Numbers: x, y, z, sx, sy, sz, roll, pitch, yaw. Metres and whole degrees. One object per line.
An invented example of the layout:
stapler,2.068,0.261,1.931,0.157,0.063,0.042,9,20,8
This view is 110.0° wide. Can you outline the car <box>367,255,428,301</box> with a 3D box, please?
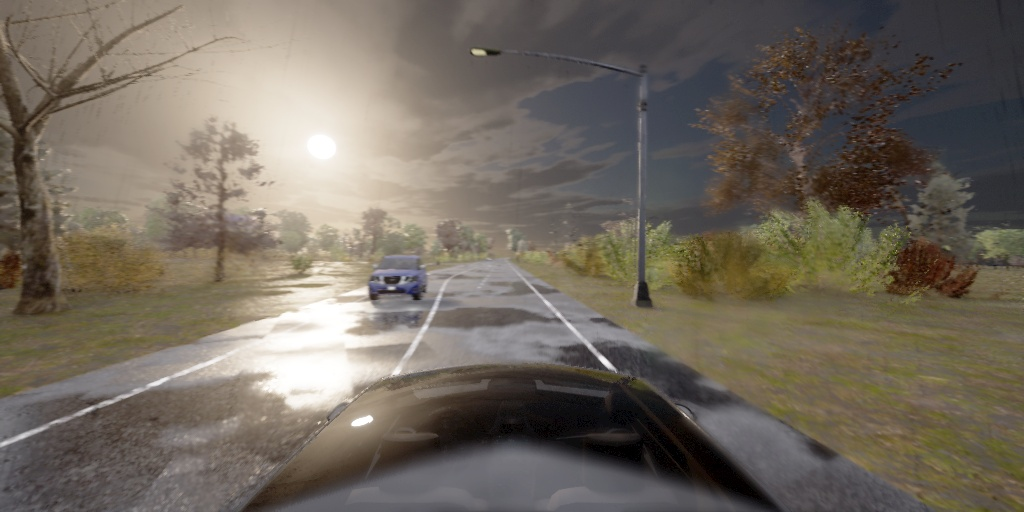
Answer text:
car,-5.399,0.971,17.608,2.150,2.045,5.566,1,0,-9
